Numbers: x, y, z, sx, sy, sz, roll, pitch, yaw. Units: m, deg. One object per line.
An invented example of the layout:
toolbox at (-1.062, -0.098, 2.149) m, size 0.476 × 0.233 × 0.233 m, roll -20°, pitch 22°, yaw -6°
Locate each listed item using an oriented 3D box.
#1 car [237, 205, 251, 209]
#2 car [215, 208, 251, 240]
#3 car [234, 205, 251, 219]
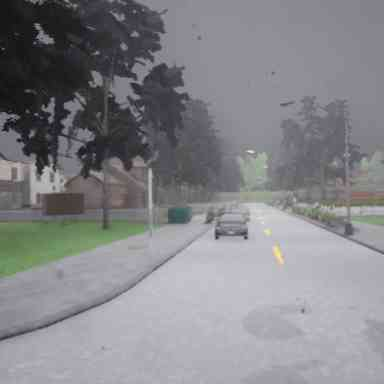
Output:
car at (4.274, 2.130, 29.871) m, size 1.812 × 1.442 × 4.674 m, roll -1°, pitch -1°, yaw 10°
car at (2.470, 1.939, 19.898) m, size 1.812 × 1.442 × 4.674 m, roll -1°, pitch -1°, yaw 10°
car at (6.129, 2.322, 39.971) m, size 1.812 × 1.442 × 4.674 m, roll -1°, pitch -1°, yaw 10°
